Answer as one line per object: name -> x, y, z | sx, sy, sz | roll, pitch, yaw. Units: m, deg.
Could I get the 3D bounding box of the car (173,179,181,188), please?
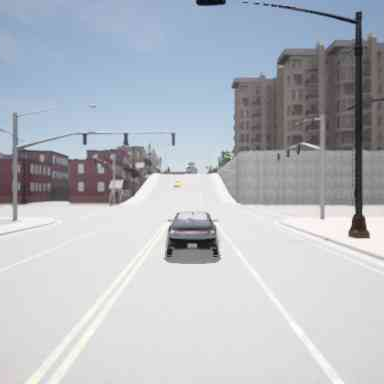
car -> -3.559, -2.156, 80.676 | 1.882, 1.535, 5.008 | 0, 12, 0

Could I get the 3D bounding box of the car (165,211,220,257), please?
car -> 0.033, 1.489, 12.939 | 2.128, 1.511, 4.902 | 0, 0, 1
